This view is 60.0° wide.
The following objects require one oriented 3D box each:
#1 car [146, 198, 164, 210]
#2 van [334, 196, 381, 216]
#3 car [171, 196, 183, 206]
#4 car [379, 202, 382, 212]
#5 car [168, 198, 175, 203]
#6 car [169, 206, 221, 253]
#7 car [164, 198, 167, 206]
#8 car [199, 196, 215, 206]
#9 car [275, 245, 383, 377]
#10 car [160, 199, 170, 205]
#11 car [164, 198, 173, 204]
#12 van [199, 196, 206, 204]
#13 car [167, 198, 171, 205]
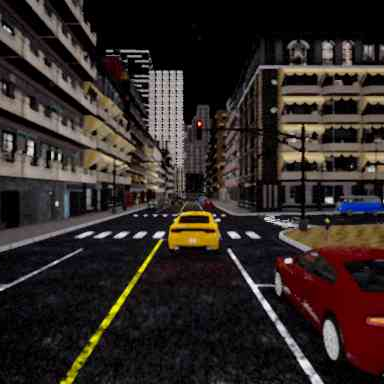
[{"bbox_3d":[-5.718,1.915,49.192,2.008,1.369,4.403,0,0,0],"label":"car"},{"bbox_3d":[15.627,1.261,31.300,3.998,1.788,1.690,-1,1,-1],"label":"van"},{"bbox_3d":[-3.035,1.724,66.473,2.150,2.045,5.566,0,0,0],"label":"car"},{"bbox_3d":[15.753,1.494,22.924,4.313,1.339,1.947,-1,1,-1],"label":"car"},{"bbox_3d":[-5.737,2.305,93.414,1.802,1.307,4.206,-1,0,0],"label":"car"},{"bbox_3d":[0.193,1.580,14.222,1.882,1.535,5.008,0,0,4],"label":"car"},{"bbox_3d":[-5.721,1.974,54.719,1.947,1.339,4.313,0,0,0],"label":"car"},{"bbox_3d":[2.658,1.848,54.719,1.967,1.590,4.097,-1,0,0],"label":"car"},{"bbox_3d":[2.680,1.586,5.720,1.887,1.381,4.507,0,0,0],"label":"car"},{"bbox_3d":[-5.729,2.122,71.303,1.802,1.307,4.206,-1,0,0],"label":"car"},{"bbox_3d":[-5.733,2.154,82.189,1.752,1.417,4.829,-1,0,0],"label":"car"},{"bbox_3d":[2.645,1.972,82.358,1.690,1.788,3.998,-1,0,0],"label":"van"},{"bbox_3d":[-5.727,1.936,65.776,1.967,1.590,4.097,-1,0,0],"label":"car"}]
